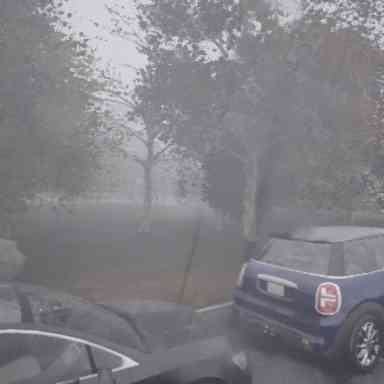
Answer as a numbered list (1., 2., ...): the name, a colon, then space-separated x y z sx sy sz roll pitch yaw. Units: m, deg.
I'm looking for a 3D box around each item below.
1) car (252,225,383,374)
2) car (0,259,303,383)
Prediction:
1. car: 2.957 1.379 5.863 4.553 1.767 2.185 0 -1 -33
2. car: -1.690 1.496 2.546 4.892 1.521 2.231 0 0 -33
